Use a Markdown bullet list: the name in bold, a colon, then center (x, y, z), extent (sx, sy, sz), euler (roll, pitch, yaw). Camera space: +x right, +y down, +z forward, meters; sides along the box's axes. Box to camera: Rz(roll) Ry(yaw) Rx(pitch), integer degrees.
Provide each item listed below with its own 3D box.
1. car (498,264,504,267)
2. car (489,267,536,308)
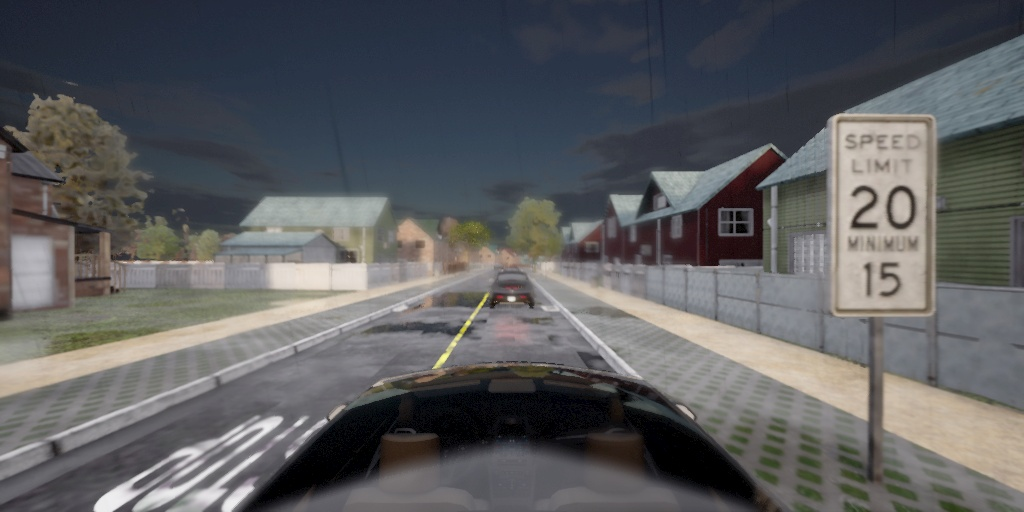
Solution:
- **car**: center (0.018, 1.666, 31.141), extent (1.994, 1.385, 4.181), euler (0, -1, 0)
- **car**: center (0.009, 1.414, 16.122), extent (1.837, 1.490, 4.892), euler (0, 0, 0)
